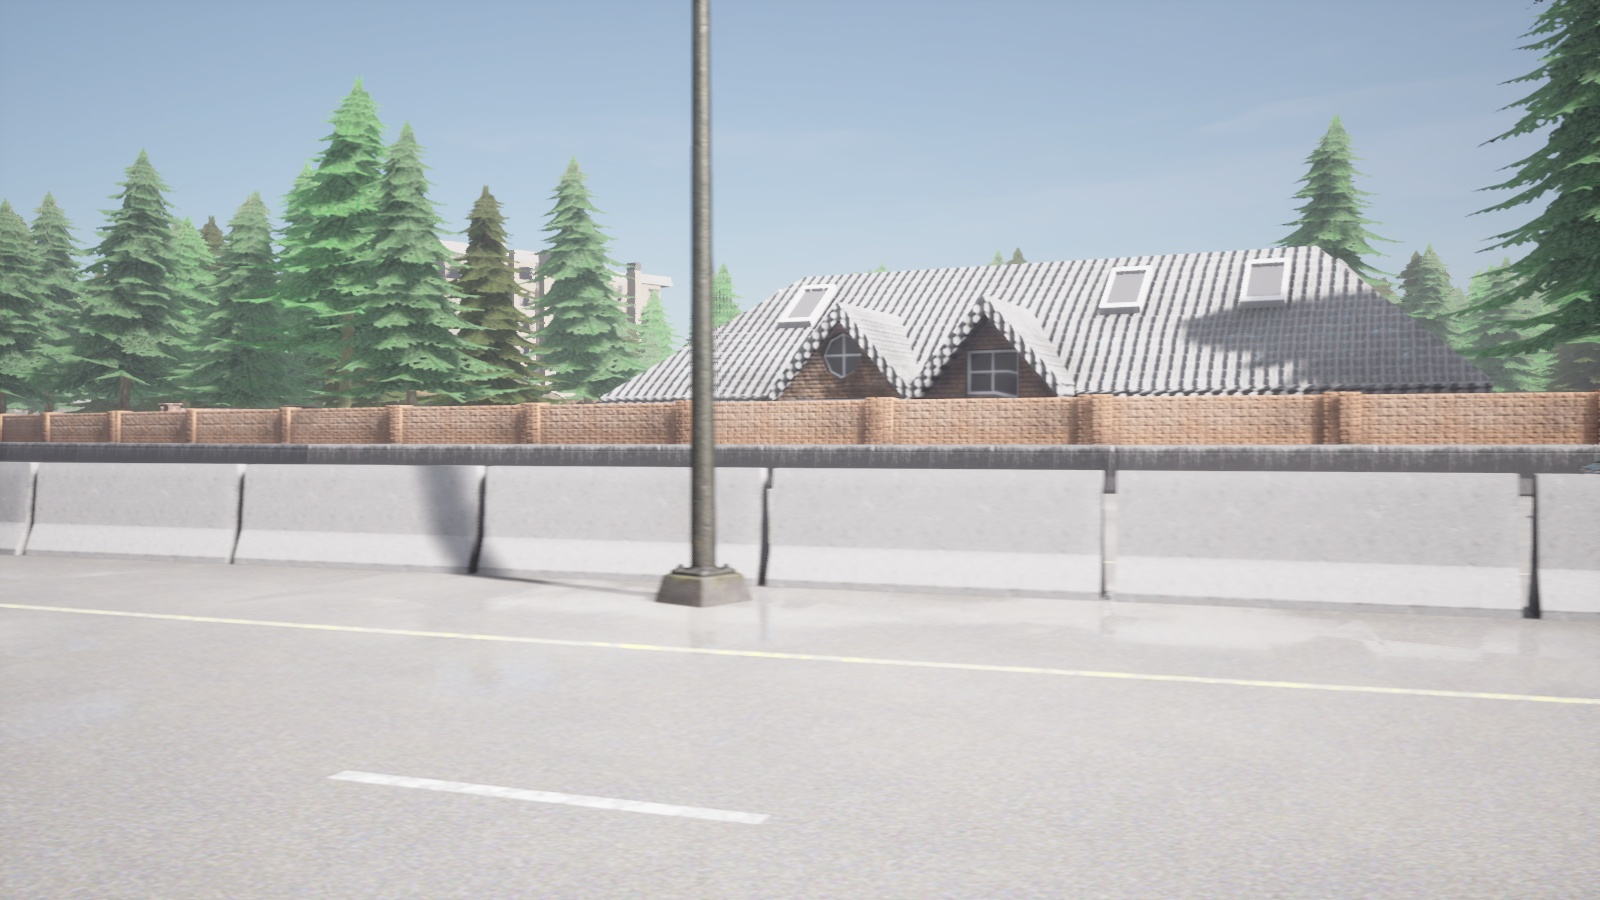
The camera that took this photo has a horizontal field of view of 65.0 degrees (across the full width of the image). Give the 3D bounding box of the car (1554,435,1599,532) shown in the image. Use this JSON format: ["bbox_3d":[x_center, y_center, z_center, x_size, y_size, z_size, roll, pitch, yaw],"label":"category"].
[{"bbox_3d":[14.733,0.540,20.595,3.705,1.549,1.789,1,1,15],"label":"car"}]
